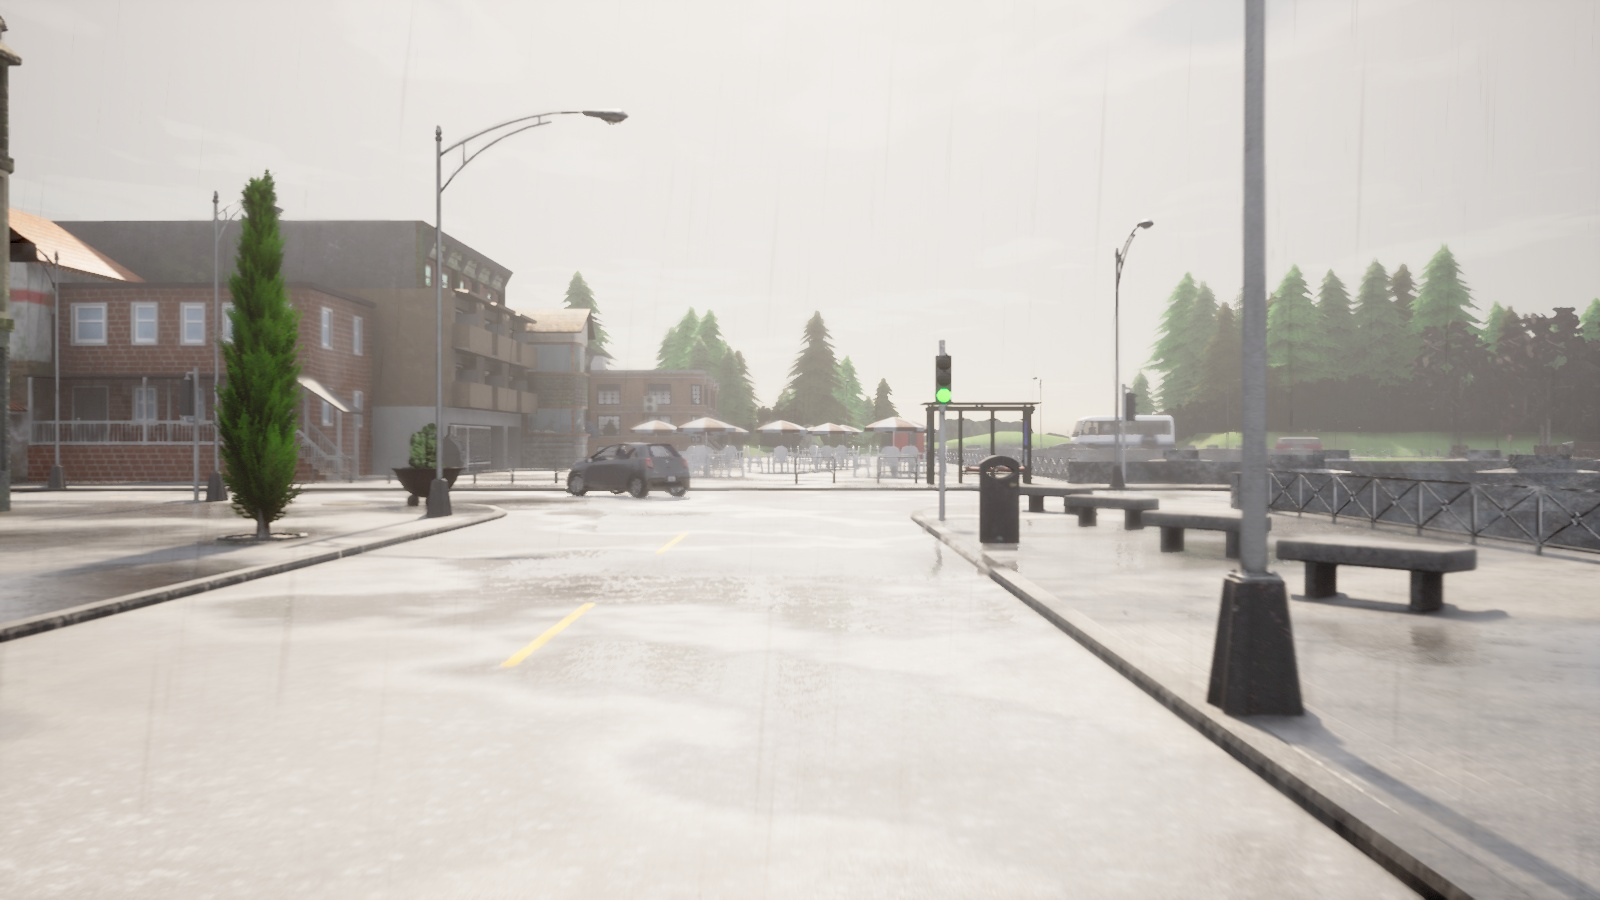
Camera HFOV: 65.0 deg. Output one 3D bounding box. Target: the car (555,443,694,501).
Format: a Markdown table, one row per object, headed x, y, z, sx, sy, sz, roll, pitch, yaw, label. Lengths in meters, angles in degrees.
| x | y | z | sx | sy | sz | roll | pitch | yaw | label |
| --- | --- | --- | --- | --- | --- | --- | --- | --- | --- |
| -4.870 | 0.561 | 34.606 | 3.633 | 1.501 | 1.845 | 0 | 0 | 40 | car |
